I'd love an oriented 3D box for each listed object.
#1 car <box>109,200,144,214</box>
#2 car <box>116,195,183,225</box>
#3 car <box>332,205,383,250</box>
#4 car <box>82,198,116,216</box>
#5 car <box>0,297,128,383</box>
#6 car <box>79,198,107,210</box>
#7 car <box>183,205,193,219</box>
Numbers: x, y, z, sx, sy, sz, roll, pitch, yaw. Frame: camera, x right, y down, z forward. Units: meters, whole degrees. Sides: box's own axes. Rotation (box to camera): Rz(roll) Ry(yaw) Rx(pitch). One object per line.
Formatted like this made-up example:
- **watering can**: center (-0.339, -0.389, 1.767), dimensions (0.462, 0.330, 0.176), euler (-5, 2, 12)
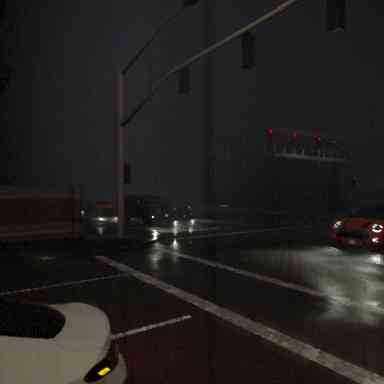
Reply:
- **car**: center (-7.144, 1.601, 35.894), dimensions (1.895, 1.301, 4.718), euler (0, 0, -36)
- **car**: center (-3.316, 1.222, 24.563), dimensions (2.150, 2.045, 5.566), euler (0, 0, -36)
- **car**: center (7.985, 1.351, 14.224), dimensions (4.553, 1.767, 2.097), euler (0, 0, -37)
- **car**: center (-9.078, 1.478, 32.588), dimensions (1.882, 1.535, 5.008), euler (0, 0, -36)
- **car**: center (-2.711, 1.526, 2.061), dimensions (4.674, 1.442, 1.812), euler (0, 0, -36)
- **car**: center (-13.348, 1.547, 44.545), dimensions (2.033, 1.411, 5.357), euler (0, 0, -36)
- **car**: center (-1.901, 1.352, 28.595), dimensions (2.097, 1.767, 4.553), euler (0, 0, -36)
